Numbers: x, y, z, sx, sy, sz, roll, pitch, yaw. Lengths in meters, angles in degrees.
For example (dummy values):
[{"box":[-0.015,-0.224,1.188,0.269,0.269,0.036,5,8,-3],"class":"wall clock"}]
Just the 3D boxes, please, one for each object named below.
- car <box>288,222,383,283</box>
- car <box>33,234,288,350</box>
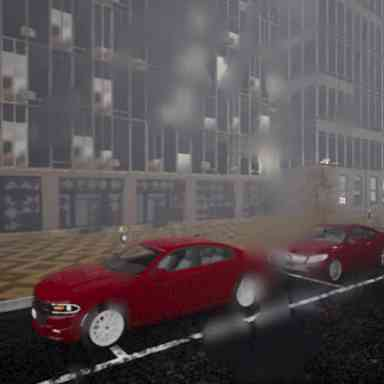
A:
[{"box":[4.142,1.545,9.515,4.206,1.307,1.802,0,0,-36],"class":"car"},{"box":[-0.493,1.532,6.207,4.507,1.381,1.887,0,0,-36],"class":"car"}]
